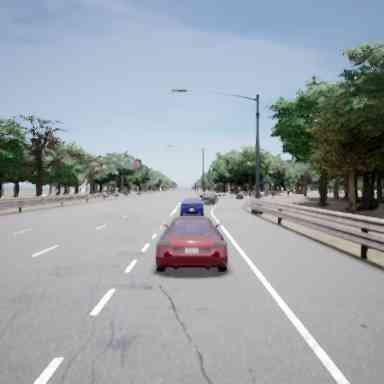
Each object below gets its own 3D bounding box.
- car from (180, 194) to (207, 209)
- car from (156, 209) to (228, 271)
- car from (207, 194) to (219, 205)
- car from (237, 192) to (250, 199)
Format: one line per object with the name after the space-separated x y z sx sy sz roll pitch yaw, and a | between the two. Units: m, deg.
0.060 1.175 27.755 1.882 1.535 5.008 0 0 2 | car
-0.006 1.442 10.485 1.994 1.385 4.181 0 1 0 | car
2.573 0.993 46.911 1.812 1.442 4.674 0 1 14 | car
10.546 0.738 67.434 1.812 1.442 4.674 0 1 28 | car
